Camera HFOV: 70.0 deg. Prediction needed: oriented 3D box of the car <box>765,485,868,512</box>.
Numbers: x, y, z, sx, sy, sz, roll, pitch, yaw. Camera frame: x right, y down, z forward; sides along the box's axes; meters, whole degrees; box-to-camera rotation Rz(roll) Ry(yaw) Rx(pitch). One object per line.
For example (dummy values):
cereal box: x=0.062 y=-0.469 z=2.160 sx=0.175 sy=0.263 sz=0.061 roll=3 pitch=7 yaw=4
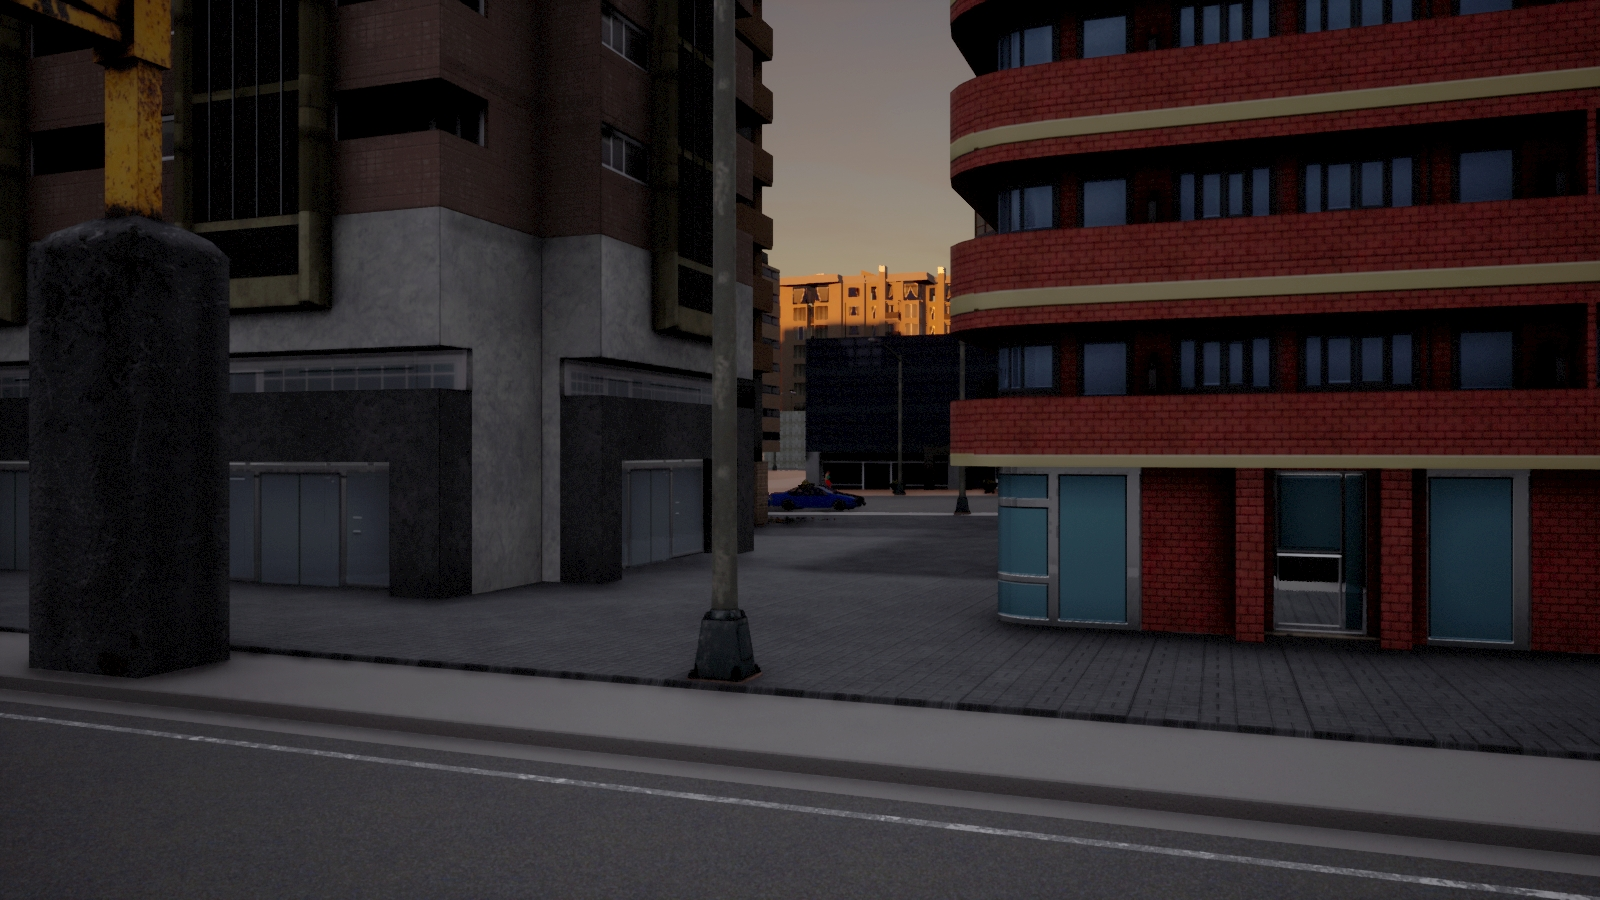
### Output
car: x=0.916 y=2.683 z=63.620 sx=5.357 sy=1.411 sz=2.033 roll=-1 pitch=0 yaw=20
